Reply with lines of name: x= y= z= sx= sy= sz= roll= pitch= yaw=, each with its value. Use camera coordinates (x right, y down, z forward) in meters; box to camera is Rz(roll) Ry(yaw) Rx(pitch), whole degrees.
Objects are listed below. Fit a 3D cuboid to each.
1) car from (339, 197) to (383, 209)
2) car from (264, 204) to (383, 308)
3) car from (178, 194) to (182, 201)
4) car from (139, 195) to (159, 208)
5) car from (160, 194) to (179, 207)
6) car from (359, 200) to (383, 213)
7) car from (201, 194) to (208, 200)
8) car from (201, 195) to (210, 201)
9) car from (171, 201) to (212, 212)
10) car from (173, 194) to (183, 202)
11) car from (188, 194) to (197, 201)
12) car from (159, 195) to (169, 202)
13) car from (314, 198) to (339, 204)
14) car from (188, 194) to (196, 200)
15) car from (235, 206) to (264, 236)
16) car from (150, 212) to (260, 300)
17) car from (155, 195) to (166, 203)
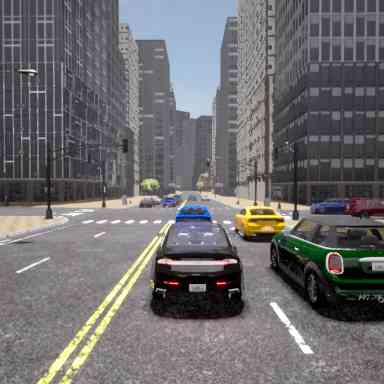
car: x=16.228 y=1.519 z=29.425 sx=5.009 sy=1.841 sz=2.192 roll=1 pitch=0 yaw=1
car: x=3.357 y=1.348 z=8.050 sx=2.097 sy=1.767 sz=4.553 roll=0 pitch=0 yaw=0
car: x=-3.272 y=1.519 z=58.283 sx=1.994 sy=1.385 sz=4.181 roll=0 pitch=0 yaw=1
car: x=-6.540 y=1.513 z=49.110 sx=2.033 sy=1.411 sz=5.357 roll=0 pitch=0 yaw=0
car: x=-3.294 y=1.491 z=49.538 sx=1.812 sy=1.442 sz=4.674 roll=0 pitch=0 yaw=0
car: x=21.844 y=1.643 z=37.706 sx=4.829 sy=1.417 sz=1.752 roll=1 pitch=0 yaw=1
car: x=3.334 y=1.337 z=90.674 sx=1.895 sy=1.301 sz=4.718 roll=0 pitch=0 yaw=0
car: x=3.325 y=1.513 z=80.672 sx=1.895 sy=1.301 sz=4.718 roll=0 pitch=0 yaw=0
car: x=0.119 y=1.468 z=17.843 sx=1.882 sy=1.535 sz=5.008 roll=0 pitch=0 yaw=1
car: x=-3.179 y=1.286 z=77.162 sx=2.097 sy=1.767 sz=4.553 roll=0 pitch=0 yaw=0
car: x=0.075 y=1.273 z=80.615 sx=2.097 sy=1.767 sz=4.553 roll=0 pitch=0 yaw=0
car: x=-6.429 y=1.482 z=77.996 sx=1.994 sy=1.385 sz=4.181 roll=0 pitch=0 yaw=0
car: x=14.916 y=1.451 z=35.228 sx=4.553 sy=1.767 sz=2.097 roll=1 pitch=1 yaw=1
car: x=0.084 y=1.267 z=90.647 sx=2.128 sy=1.511 sz=4.902 roll=0 pitch=0 yaw=0
car: x=3.364 y=1.469 z=17.229 sx=1.882 sy=1.535 sz=5.008 roll=0 pitch=0 yaw=0
car: x=0.105 y=1.488 z=8.338 sx=2.128 sy=1.511 sz=4.902 roll=0 pitch=0 yaw=0
car: x=-6.446 y=1.448 z=68.018 sx=1.837 sy=1.490 sz=4.892 roll=0 pitch=0 yaw=0
